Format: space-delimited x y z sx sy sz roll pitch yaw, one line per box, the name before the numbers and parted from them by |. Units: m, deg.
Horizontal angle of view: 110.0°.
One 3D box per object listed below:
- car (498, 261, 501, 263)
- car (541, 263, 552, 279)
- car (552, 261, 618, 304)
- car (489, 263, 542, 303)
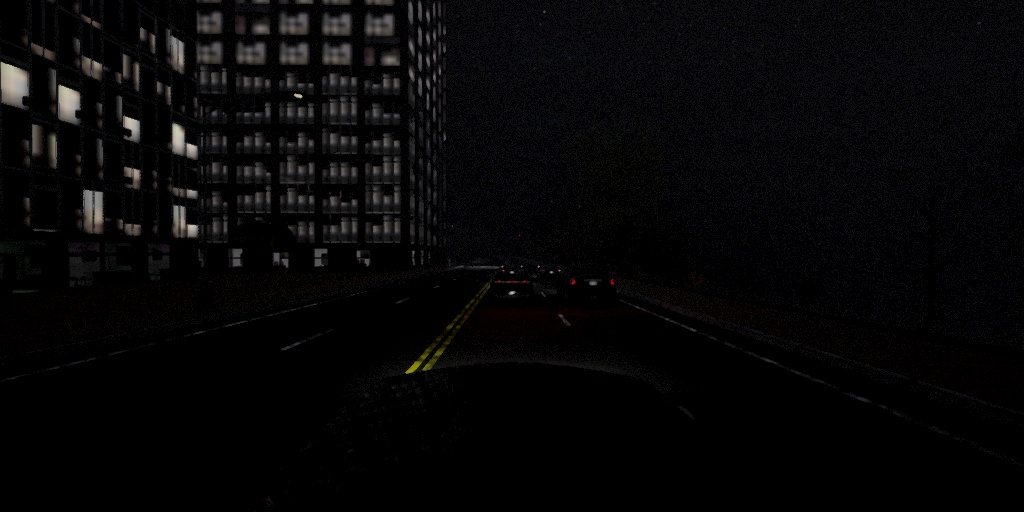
car | 0.001 1.317 31.503 1.994 1.385 4.181 0 0 0
car | 3.251 1.317 31.503 1.994 1.385 4.181 0 0 0
car | 3.251 1.113 16.472 2.097 1.767 4.553 0 0 0
car | 0.001 1.242 16.502 2.128 1.511 4.902 0 0 0
